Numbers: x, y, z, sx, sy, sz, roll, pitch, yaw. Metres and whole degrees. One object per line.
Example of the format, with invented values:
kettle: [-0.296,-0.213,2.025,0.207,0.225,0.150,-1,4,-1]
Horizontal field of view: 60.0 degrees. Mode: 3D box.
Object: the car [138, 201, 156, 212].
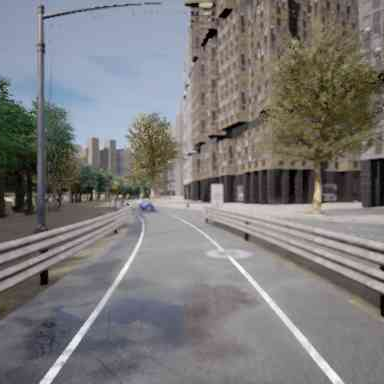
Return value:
car: [-6.134,1.952,44.887,1.812,1.442,4.674,0,0,-15]
